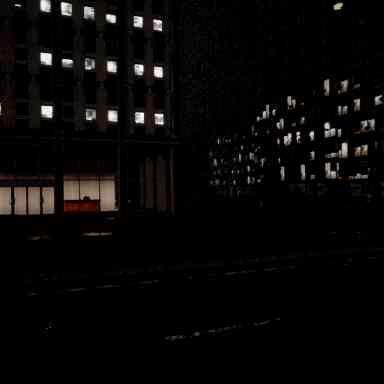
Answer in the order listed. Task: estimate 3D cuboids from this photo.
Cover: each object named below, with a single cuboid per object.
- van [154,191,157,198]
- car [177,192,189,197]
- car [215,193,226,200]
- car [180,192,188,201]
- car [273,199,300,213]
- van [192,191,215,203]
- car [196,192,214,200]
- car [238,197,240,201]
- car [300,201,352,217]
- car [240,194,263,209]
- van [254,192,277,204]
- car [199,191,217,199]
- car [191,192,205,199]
[{"bbox_3d":[-8.340,0.687,82.517,1.690,1.788,3.998,0,1,-21],"label":"van"},{"bbox_3d":[-2.572,0.710,90.840,2.008,1.369,4.403,0,1,-21],"label":"car"},{"bbox_3d":[5.625,0.954,69.635,1.802,1.307,4.206,0,1,-21],"label":"car"},{"bbox_3d":[-2.192,1.056,66.615,2.008,1.369,4.403,0,1,-21],"label":"car"},{"bbox_3d":[9.998,1.400,34.769,1.802,1.307,4.206,0,1,-21],"label":"car"},{"bbox_3d":[1.906,0.952,56.010,1.690,1.788,3.998,0,1,-21],"label":"van"},{"bbox_3d":[2.756,0.880,69.852,1.882,1.535,5.008,-1,1,-21],"label":"car"},{"bbox_3d":[9.723,1.060,59.032,1.802,1.307,4.206,0,1,-21],"label":"car"},{"bbox_3d":[12.031,1.435,29.459,1.947,1.339,4.313,0,1,-21],"label":"car"},{"bbox_3d":[8.003,1.332,40.091,1.947,1.339,4.313,0,1,-21],"label":"car"},{"bbox_3d":[11.771,0.871,53.728,1.690,1.788,3.998,0,1,-21],"label":"van"},{"bbox_3d":[3.574,0.634,74.934,2.192,1.841,5.009,0,1,-21],"label":"car"},{"bbox_3d":[1.525,0.706,80.236,1.967,1.590,4.097,0,1,-21],"label":"car"}]
